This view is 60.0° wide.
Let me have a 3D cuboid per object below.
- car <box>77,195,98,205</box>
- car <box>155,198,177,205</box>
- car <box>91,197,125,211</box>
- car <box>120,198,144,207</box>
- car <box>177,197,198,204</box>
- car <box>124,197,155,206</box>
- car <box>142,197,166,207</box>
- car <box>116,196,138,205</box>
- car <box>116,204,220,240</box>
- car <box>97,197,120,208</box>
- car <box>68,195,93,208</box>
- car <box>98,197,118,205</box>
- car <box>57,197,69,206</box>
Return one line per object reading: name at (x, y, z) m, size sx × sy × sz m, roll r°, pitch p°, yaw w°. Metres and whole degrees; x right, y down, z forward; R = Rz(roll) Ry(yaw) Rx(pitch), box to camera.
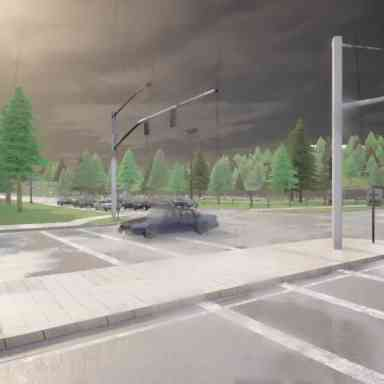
car at (-18.136, 1.352, 57.641) m, size 2.097 × 1.767 × 4.553 m, roll 0°, pitch 0°, yaw -35°
car at (-4.219, 1.564, 43.861) m, size 1.994 × 1.385 × 4.181 m, roll 0°, pitch 0°, yaw -35°
car at (-10.250, 1.601, 40.268) m, size 1.895 × 1.301 × 4.718 m, roll 0°, pitch 0°, yaw -35°
car at (-9.243, 1.601, 51.023) m, size 1.895 × 1.301 × 4.718 m, roll 0°, pitch 0°, yaw -35°
car at (-1.007, 1.505, 45.377) m, size 1.837 × 1.490 × 4.892 m, roll 0°, pitch 0°, yaw -35°
car at (-7.206, 1.547, 42.023) m, size 2.033 × 1.411 × 5.357 m, roll 0°, pitch 0°, yaw -35°
car at (-6.099, 1.564, 52.649) m, size 1.994 × 1.385 × 4.181 m, roll 0°, pitch 0°, yaw -35°
car at (-12.100, 1.547, 61.245) m, size 2.033 × 1.411 × 5.357 m, roll 0°, pitch 0°, yaw -34°
car at (-1.057, 1.547, 17.301) m, size 5.357 × 1.411 × 2.033 m, roll 0°, pitch 0°, yaw -35°
car at (-12.569, 1.526, 49.673) m, size 1.812 × 1.442 × 4.674 m, roll 0°, pitch 0°, yaw -35°
car at (-15.793, 1.547, 48.169) m, size 2.033 × 1.411 × 5.357 m, roll 0°, pitch 0°, yaw -35°
car at (-14.954, 1.564, 59.207) m, size 1.994 × 1.385 × 4.181 m, roll 0°, pitch 0°, yaw -35°
car at (-21.498, 1.564, 56.345) m, size 1.994 × 1.385 × 4.181 m, roll 0°, pitch 0°, yaw -35°
